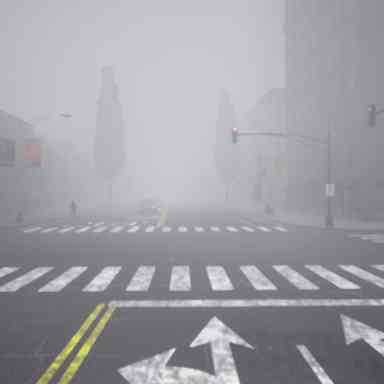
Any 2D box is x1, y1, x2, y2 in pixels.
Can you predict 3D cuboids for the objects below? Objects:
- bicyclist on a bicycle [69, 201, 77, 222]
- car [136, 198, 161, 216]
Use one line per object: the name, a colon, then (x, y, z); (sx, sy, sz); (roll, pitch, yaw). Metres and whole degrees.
bicyclist on a bicycle: (-9.575, 1.545, 26.813); (0.582, 1.620, 1.656); (0, 0, -3)
car: (-4.625, 1.475, 34.713); (2.097, 1.767, 4.553); (0, 0, -3)
